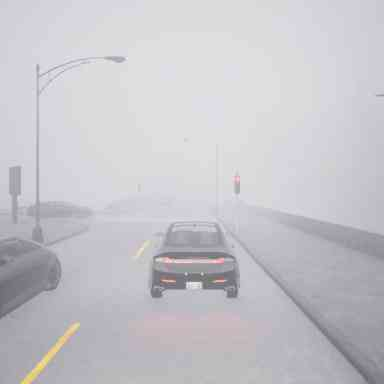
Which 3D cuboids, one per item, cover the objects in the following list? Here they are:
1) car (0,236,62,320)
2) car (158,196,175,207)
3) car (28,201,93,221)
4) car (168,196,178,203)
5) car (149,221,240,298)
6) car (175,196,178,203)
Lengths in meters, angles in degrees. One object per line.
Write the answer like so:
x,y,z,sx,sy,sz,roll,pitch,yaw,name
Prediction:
-4.094,1.564,6.226,1.994,1.385,4.181,0,0,0,car
-4.119,1.547,50.882,2.033,1.411,5.357,0,0,0,car
-10.572,1.492,26.860,4.902,1.511,2.128,0,0,-4,car
-4.030,1.552,70.365,1.994,1.385,4.181,0,0,0,car
0.058,1.492,8.491,2.128,1.511,4.902,0,0,0,car
-4.095,1.601,60.548,1.895,1.301,4.718,0,0,0,car
